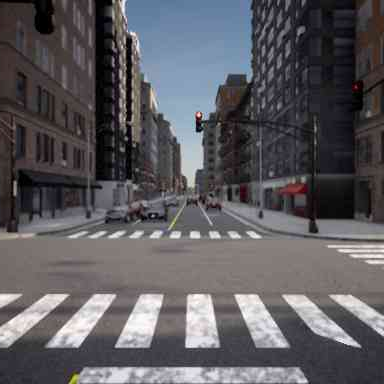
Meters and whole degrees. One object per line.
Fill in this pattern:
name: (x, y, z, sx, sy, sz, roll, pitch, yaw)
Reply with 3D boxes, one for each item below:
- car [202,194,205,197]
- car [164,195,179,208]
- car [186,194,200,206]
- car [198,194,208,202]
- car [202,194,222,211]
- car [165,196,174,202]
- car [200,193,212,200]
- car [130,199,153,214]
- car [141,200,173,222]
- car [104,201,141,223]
car: (3.005, 1.506, 55.281, 1.837, 1.490, 4.892, 0, 0, 0)
car: (-2.849, 1.568, 47.196, 1.994, 1.385, 4.181, 0, 0, 0)
car: (0.037, 1.507, 55.367, 1.837, 1.490, 4.892, 0, 0, 0)
car: (2.614, 1.315, 79.776, 2.192, 1.841, 5.009, 0, 0, 0)
car: (2.626, 1.445, 41.596, 1.967, 1.590, 4.097, 0, 0, 0)
car: (-5.409, 1.582, 79.777, 1.802, 1.307, 4.206, 0, 0, 0)
car: (2.964, 1.228, 62.311, 2.150, 2.045, 5.566, 0, 0, 0)
car: (-5.397, 1.531, 35.977, 1.752, 1.417, 4.829, 0, 0, 0)
car: (-2.857, 1.569, 26.433, 1.994, 1.385, 4.181, 0, 0, 0)
car: (-5.394, 1.556, 25.238, 2.008, 1.369, 4.403, 0, 0, 0)
